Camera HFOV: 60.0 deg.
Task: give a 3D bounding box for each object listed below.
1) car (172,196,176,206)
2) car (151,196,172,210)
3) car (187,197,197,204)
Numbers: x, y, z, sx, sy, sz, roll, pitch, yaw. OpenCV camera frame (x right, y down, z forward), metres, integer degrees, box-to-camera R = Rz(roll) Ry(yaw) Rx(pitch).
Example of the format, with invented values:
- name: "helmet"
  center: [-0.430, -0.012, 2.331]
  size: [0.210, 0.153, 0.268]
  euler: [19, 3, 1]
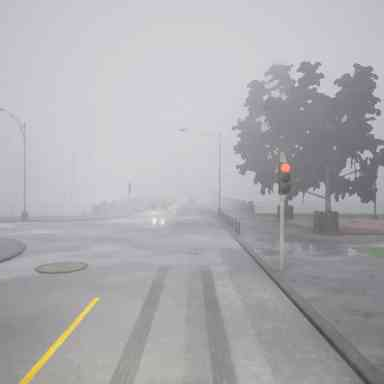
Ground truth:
- name: "car"
  center: [-4.061, 1.476, 52.494]
  size: [1.882, 1.535, 5.008]
  euler: [0, 0, 0]
- name: "car"
  center: [-4.074, 1.490, 42.246]
  size: [2.128, 1.511, 4.902]
  euler: [0, 0, 0]
- name: "car"
  center: [0.038, 1.545, 61.682]
  size: [2.033, 1.411, 5.357]
  euler: [0, 0, 0]
